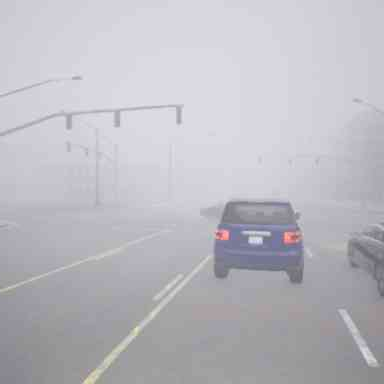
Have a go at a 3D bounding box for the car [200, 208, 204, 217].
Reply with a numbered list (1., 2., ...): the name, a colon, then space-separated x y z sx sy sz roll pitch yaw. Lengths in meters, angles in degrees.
1. car: 2.604 1.451 25.915 2.033 1.411 5.357 0 0 -28

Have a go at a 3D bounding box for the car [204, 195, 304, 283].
1. car: 2.027 1.191 9.928 2.150 2.045 5.566 0 -1 14

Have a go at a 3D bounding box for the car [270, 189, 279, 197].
1. car: 21.266 0.143 85.495 2.150 2.045 5.566 0 1 14

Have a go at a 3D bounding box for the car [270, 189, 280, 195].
1. car: 18.860 0.735 75.754 1.994 1.385 4.181 0 1 14

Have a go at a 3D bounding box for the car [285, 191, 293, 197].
1. car: 24.657 0.432 84.630 1.837 1.490 4.892 0 1 14

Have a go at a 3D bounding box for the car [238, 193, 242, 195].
1. car: 6.817 1.189 56.419 1.895 1.301 4.718 0 1 14

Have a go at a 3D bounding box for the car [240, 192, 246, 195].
1. car: 10.802 0.805 72.321 2.033 1.411 5.357 0 1 14

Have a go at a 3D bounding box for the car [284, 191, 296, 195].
1. car: 22.249 0.553 74.877 2.097 1.767 4.553 0 1 14

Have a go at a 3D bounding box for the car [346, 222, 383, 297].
1. car: 5.217 1.484 8.248 2.128 1.511 4.902 0 0 14
